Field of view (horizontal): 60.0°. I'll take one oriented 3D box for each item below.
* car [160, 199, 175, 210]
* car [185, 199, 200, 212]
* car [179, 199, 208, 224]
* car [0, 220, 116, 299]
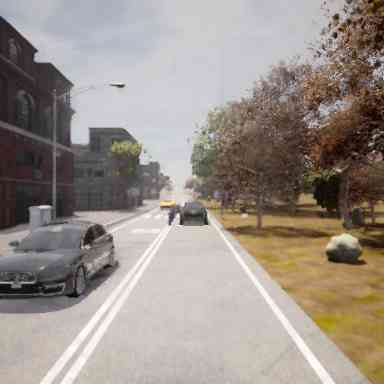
[{"bbox_3d":[-3.361,1.681,45.889,1.882,1.535,5.008,0,0,0],"label":"car"},{"bbox_3d":[0.084,1.700,43.761,1.837,1.490,4.892,0,0,0],"label":"car"},{"bbox_3d":[0.117,1.492,26.087,2.097,1.767,4.553,0,0,0],"label":"car"},{"bbox_3d":[-3.327,1.565,8.749,1.837,1.490,4.892,0,-1,0],"label":"car"}]
